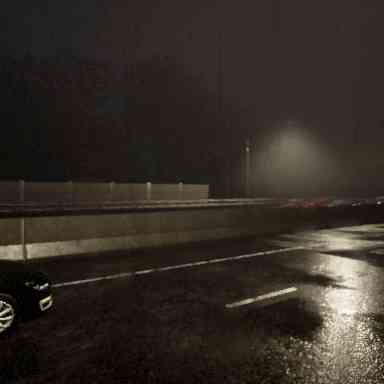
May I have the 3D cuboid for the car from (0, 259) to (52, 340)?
[{"bbox_3d":[-4.672,1.506,4.834,4.892,1.490,1.837,0,0,-36],"label":"car"}]

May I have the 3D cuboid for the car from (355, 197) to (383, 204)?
[{"bbox_3d":[19.840,1.353,35.307,4.553,1.767,2.097,0,0,-35],"label":"car"}]

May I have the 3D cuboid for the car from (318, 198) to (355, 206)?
[{"bbox_3d":[16.991,1.549,37.589,5.357,1.411,2.033,0,0,-35],"label":"car"}]

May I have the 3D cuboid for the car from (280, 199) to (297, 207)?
[{"bbox_3d":[13.571,1.565,43.737,4.181,1.385,1.994,0,0,-35],"label":"car"}]

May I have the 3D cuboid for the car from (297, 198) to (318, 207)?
[{"bbox_3d":[15.581,1.479,40.877,5.008,1.535,1.882,0,0,-35],"label":"car"}]
